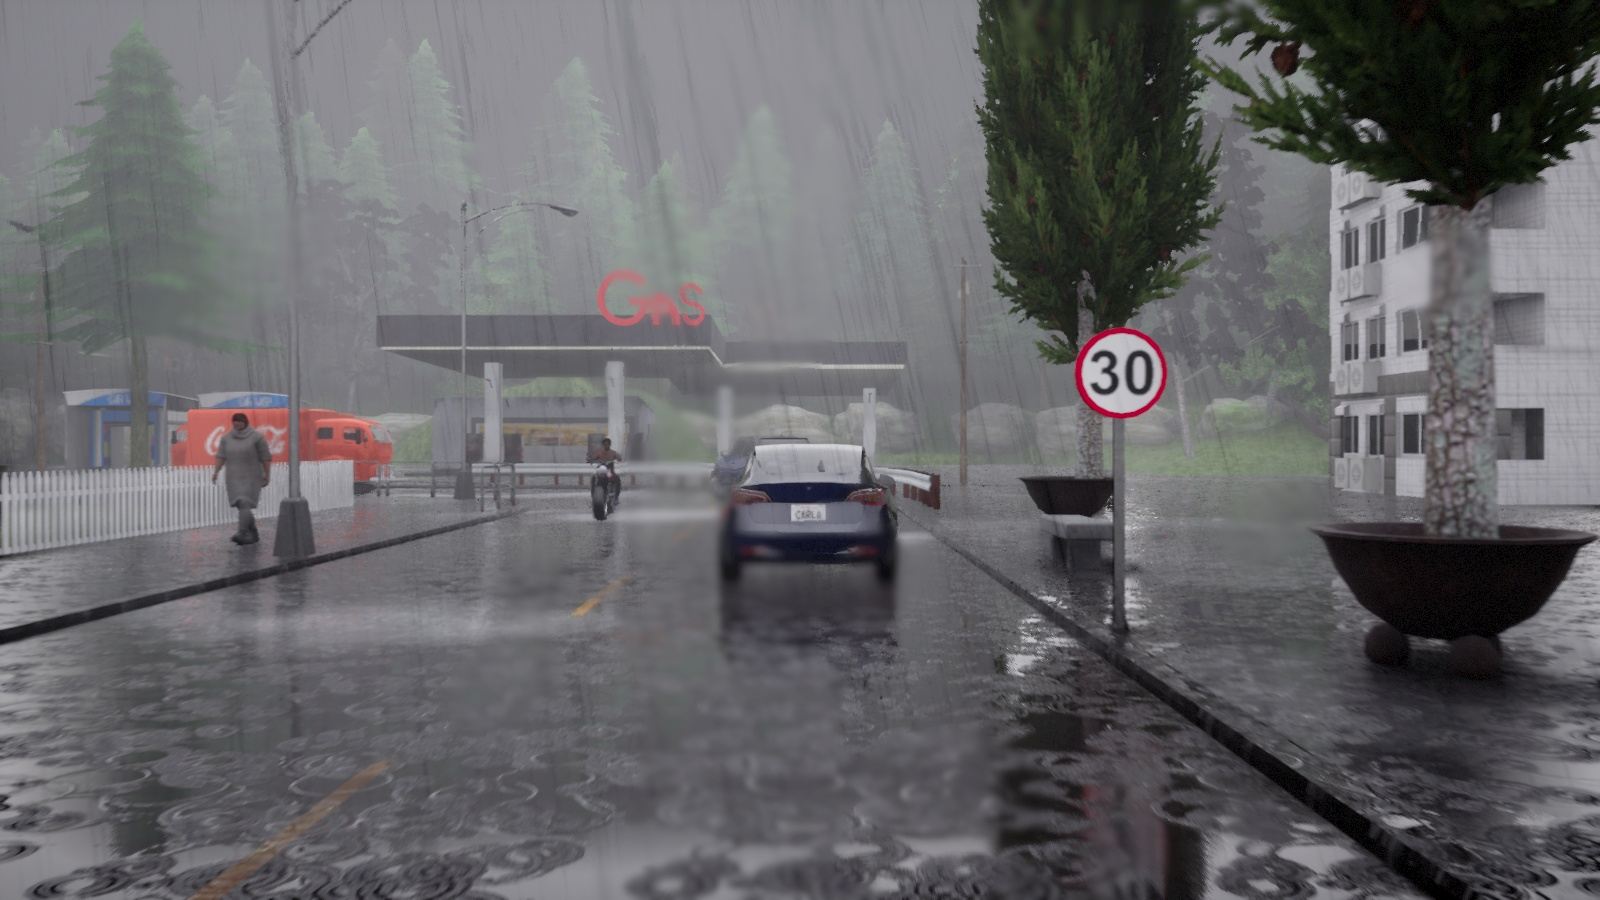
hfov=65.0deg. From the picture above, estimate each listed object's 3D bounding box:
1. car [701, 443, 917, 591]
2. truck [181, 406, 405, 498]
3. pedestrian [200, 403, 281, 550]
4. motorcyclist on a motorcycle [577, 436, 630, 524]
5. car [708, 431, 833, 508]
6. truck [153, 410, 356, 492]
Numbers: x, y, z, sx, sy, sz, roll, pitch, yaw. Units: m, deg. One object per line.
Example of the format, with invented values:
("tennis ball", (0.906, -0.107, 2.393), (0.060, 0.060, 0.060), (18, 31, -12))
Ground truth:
("car", (0.103, 0.662, 15.020), (2.163, 1.488, 4.792), (0, 0, 0))
("truck", (-14.096, 0.050, 35.209), (5.204, 2.467, 2.627), (0, 0, 0))
("pedestrian", (-7.630, 0.353, 17.162), (0.659, 1.952, 0.873), (0, 0, 6))
("motorcyclist on a motorcycle", (-3.860, 0.554, 24.859), (0.766, 1.649, 2.350), (0, 1, -3))
("car", (-0.829, 0.429, 31.364), (2.097, 1.767, 4.553), (0, 0, -15))
("truck", (-16.929, 0.025, 39.237), (5.204, 2.467, 2.627), (0, 0, 0))
